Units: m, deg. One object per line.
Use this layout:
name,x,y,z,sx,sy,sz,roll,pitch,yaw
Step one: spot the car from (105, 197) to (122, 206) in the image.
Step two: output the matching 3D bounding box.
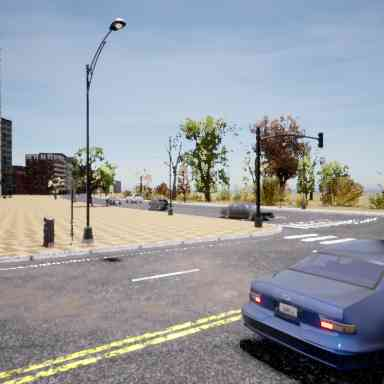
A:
car,-13.959,1.635,58.884,2.128,1.511,4.902,0,0,-30

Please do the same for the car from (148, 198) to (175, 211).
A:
car,-3.929,1.598,41.746,1.837,1.490,4.892,0,0,-31

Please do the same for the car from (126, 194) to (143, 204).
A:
car,-11.976,1.335,68.848,2.150,2.045,5.566,0,0,-29

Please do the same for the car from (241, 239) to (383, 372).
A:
car,3.303,1.547,5.655,5.357,1.411,2.033,0,0,-34

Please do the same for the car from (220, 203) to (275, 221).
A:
car,4.497,1.604,28.040,2.033,1.411,5.357,0,0,-31
